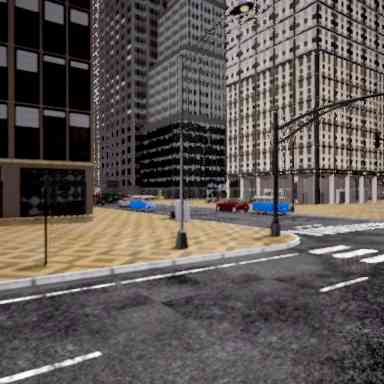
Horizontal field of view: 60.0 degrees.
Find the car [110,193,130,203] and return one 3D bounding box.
[{"bbox_3d":[-14.117,1.123,64.950,2.192,1.841,5.009,0,0,-34],"label":"car"}]

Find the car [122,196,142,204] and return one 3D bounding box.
[{"bbox_3d":[-11.011,1.379,60.363,1.887,1.381,4.507,0,0,-34],"label":"car"}]

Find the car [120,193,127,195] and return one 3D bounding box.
[{"bbox_3d":[-9.105,1.367,52.822,2.128,1.511,4.902,0,0,-33],"label":"car"}]

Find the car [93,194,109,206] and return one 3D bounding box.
[{"bbox_3d":[-14.843,1.450,51.078,1.947,1.339,4.313,0,0,-34],"label":"car"}]

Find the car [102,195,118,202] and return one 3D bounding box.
[{"bbox_3d":[-17.224,1.347,69.537,1.947,1.339,4.313,0,0,-34],"label":"car"}]

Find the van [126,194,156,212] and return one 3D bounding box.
[{"bbox_3d":[-5.523,1.303,37.318,1.690,1.788,3.998,0,0,-34],"label":"van"}]

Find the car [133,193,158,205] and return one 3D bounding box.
[{"bbox_3d":[-7.904,1.175,55.777,2.192,1.841,5.009,0,0,-34],"label":"car"}]

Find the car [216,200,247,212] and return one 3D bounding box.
[{"bbox_3d":[4.539,1.508,37.448,1.887,1.381,4.507,0,0,-34],"label":"car"}]

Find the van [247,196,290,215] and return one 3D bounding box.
[{"bbox_3d":[7.720,1.330,32.913,1.690,1.788,3.998,0,0,-34],"label":"van"}]

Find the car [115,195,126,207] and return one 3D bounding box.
[{"bbox_3d":[-8.677,1.511,46.619,1.895,1.301,4.718,0,0,-34],"label":"car"}]

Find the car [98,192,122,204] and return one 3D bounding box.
[{"bbox_3d":[-14.993,1.049,61.438,2.150,2.045,5.566,0,0,-34],"label":"car"}]
